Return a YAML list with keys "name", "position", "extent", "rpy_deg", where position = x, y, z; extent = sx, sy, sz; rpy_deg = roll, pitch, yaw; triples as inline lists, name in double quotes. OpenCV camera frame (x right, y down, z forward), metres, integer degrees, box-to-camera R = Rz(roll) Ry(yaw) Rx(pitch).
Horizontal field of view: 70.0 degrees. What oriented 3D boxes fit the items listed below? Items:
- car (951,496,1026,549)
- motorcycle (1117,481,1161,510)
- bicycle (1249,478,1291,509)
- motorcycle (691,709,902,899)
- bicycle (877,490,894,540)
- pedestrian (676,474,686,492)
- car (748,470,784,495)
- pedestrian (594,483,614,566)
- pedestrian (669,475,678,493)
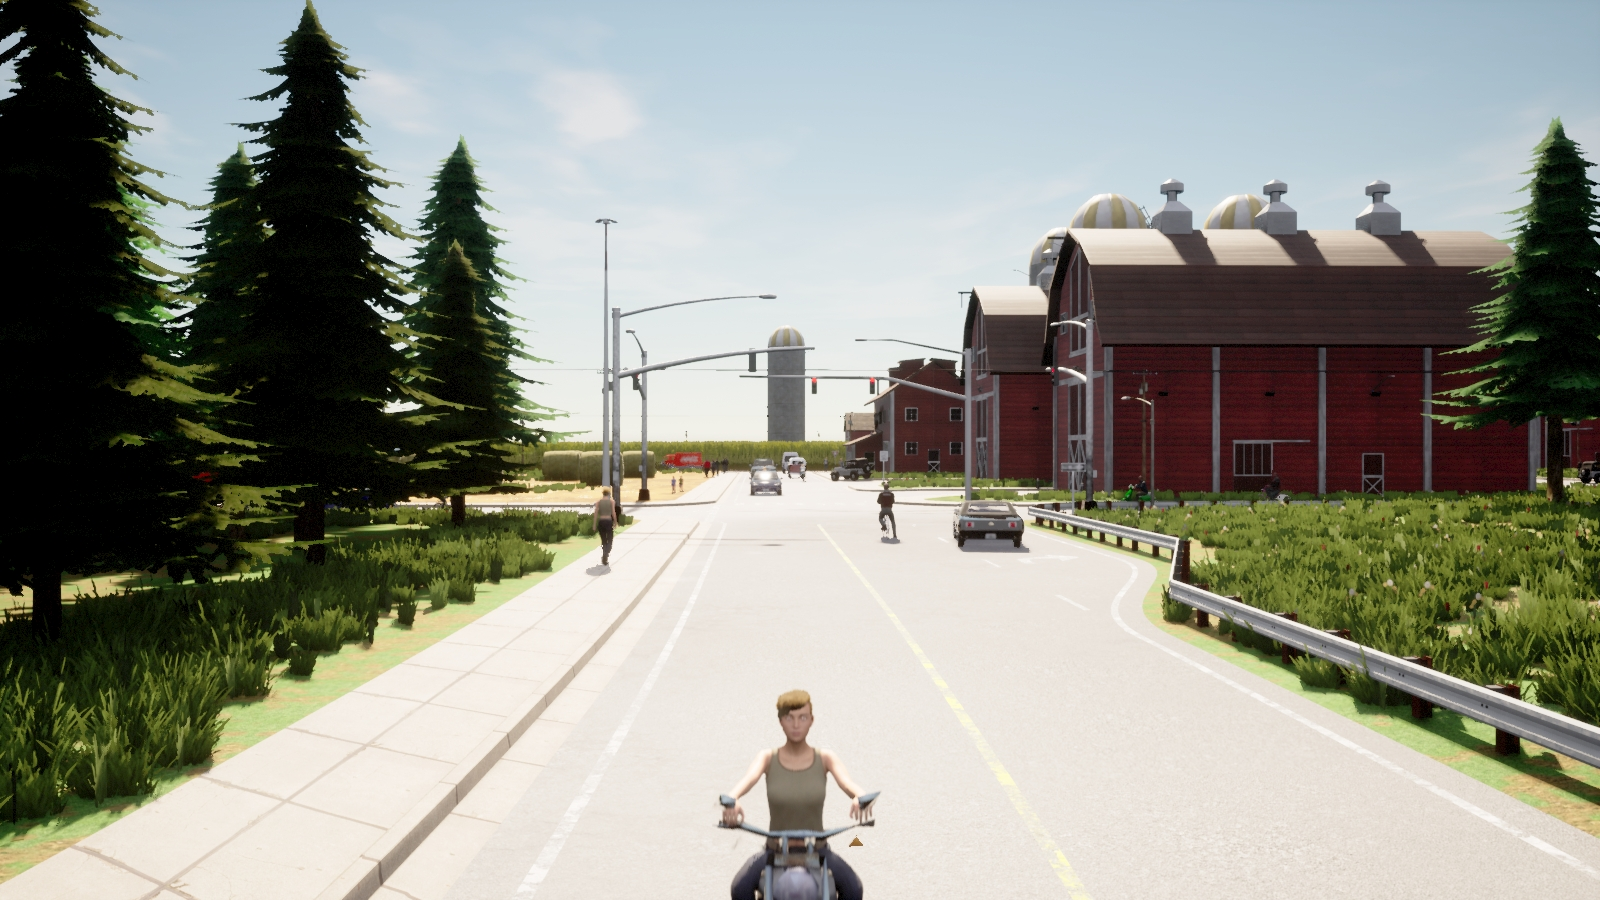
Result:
- name: "car"
  position: [5.609, 2.130, 34.505]
  extent: [1.895, 1.301, 4.718]
  rpy_deg: [0, 0, 5]
- name: "motorcycle"
  position: [15.989, 2.145, 53.899]
  extent: [1.805, 1.316, 0.856]
  rpy_deg: [0, 0, -1]
- name: "bicycle"
  position: [22.227, 2.064, 54.045]
  extent: [1.835, 1.471, 0.329]
  rpy_deg: [0, 0, -1]
- name: "motorcycle"
  position: [-0.019, 2.128, 5.314]
  extent: [0.764, 1.307, 2.356]
  rpy_deg: [0, 0, 0]
- name: "bicycle"
  position: [2.689, 2.036, 36.060]
  extent: [0.329, 1.471, 1.835]
  rpy_deg: [0, 0, -2]
- name: "pedestrian"
  position: [-7.476, 2.054, 71.870]
  extent: [0.500, 1.100, 0.500]
  rpy_deg: [0, 0, 5]
- name: "car"
  position: [-2.153, 2.036, 72.119]
  extent: [2.163, 1.488, 4.792]
  rpy_deg: [0, 0, -2]
- name: "pedestrian"
  position: [-4.432, 1.671, 25.820]
  extent: [0.375, 1.860, 0.375]
  rpy_deg: [0, 0, 2]
- name: "pedestrian"
  position: [-7.699, 2.054, 69.575]
  extent: [0.500, 1.100, 0.500]
  rpy_deg: [0, 0, -2]
